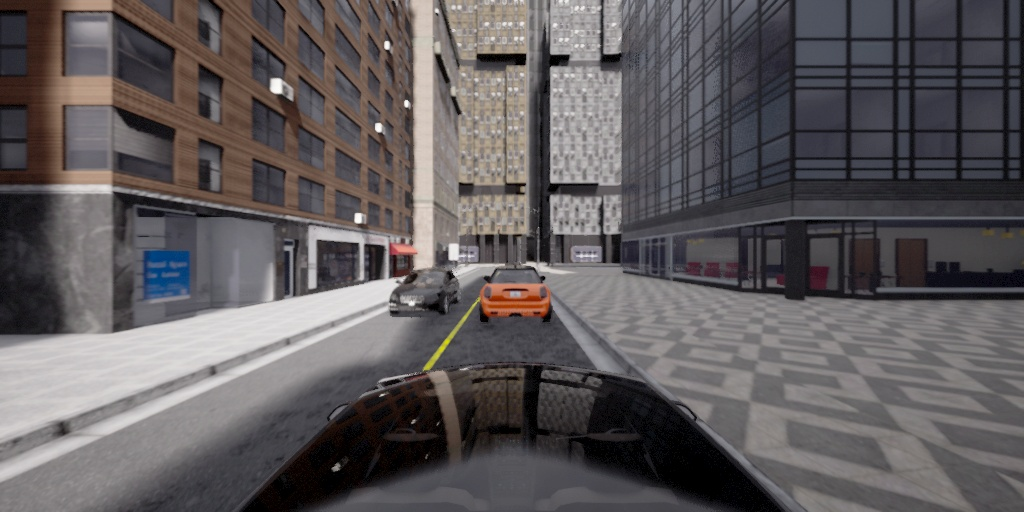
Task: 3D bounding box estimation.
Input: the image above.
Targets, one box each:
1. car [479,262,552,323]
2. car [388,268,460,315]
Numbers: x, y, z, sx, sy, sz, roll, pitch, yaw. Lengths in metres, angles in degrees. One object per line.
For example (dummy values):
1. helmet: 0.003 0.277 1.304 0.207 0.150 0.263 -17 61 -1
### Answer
1. car: 0.098 1.076 12.109 2.097 1.767 4.553 0 0 0
2. car: -3.102 1.224 13.521 1.837 1.490 4.892 0 0 0
